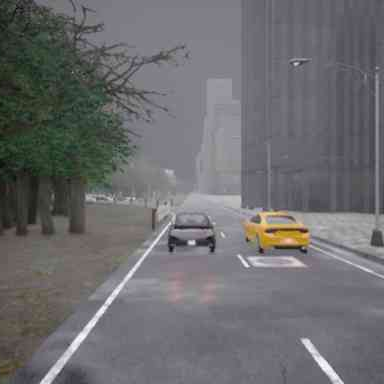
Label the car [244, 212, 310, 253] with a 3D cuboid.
[{"bbox_3d":[3.498,1.613,14.474,1.882,1.535,5.008,0,0,0],"label":"car"}]

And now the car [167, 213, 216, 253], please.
[{"bbox_3d":[-0.002,1.626,14.296,2.128,1.511,4.902,0,0,0],"label":"car"}]
